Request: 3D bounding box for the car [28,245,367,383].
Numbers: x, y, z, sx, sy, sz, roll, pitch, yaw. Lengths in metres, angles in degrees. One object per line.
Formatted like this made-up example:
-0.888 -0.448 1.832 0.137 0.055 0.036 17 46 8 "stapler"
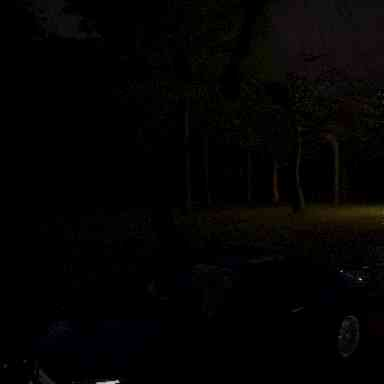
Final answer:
0.477 1.506 4.316 4.674 1.442 1.812 0 0 -36 "car"
